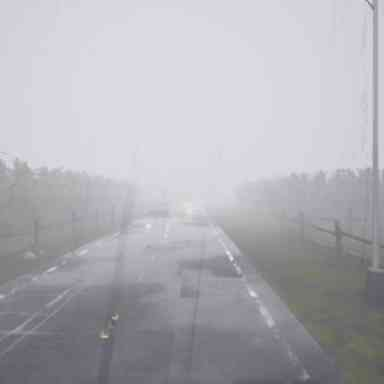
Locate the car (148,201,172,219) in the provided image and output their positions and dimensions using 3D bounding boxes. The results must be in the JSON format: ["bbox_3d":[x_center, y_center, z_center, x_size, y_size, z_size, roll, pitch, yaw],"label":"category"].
[{"bbox_3d":[-2.863,1.599,30.414,1.882,1.535,5.008,0,0,0],"label":"car"}]
